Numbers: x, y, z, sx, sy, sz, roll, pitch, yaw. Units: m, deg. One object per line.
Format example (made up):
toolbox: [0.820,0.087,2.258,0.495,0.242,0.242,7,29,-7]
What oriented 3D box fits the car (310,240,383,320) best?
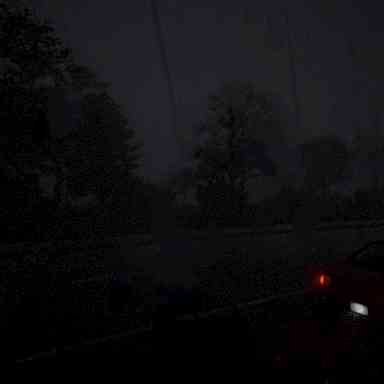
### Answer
car: [4.619,1.606,6.543,4.718,1.301,1.895,0,0,-31]
